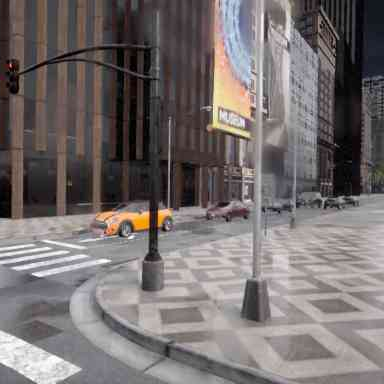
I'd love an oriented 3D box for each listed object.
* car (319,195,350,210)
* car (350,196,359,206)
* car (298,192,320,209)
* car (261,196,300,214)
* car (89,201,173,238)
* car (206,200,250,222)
[{"bbox_3d":[17.654,1.342,41.044,1.837,1.490,4.892,1,1,36],"label":"car"},{"bbox_3d":[23.637,1.297,49.583,1.837,1.490,4.892,1,1,35],"label":"car"},{"bbox_3d":[15.091,1.005,42.771,2.150,2.045,5.566,1,1,35],"label":"car"},{"bbox_3d":[8.893,1.373,34.113,2.033,1.411,5.357,1,1,35],"label":"car"},{"bbox_3d":[-3.060,1.258,17.276,2.097,1.767,4.553,1,1,36],"label":"car"},{"bbox_3d":[2.882,1.392,25.630,1.812,1.442,4.674,1,1,36],"label":"car"}]
